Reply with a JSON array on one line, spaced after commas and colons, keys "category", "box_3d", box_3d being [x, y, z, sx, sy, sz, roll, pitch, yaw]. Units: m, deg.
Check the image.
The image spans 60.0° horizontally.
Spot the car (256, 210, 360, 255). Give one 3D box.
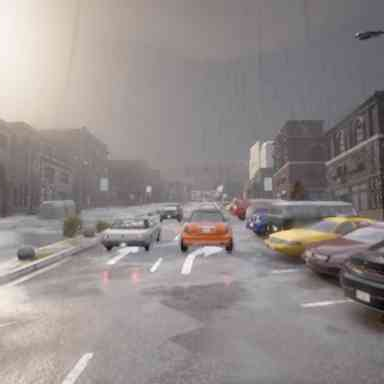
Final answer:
[{"category": "car", "box_3d": [5.379, 1.625, 12.455, 5.366, 1.575, 1.946, 1, 0, -17]}]

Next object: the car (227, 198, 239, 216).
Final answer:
[{"category": "car", "box_3d": [6.474, 1.620, 30.777, 5.566, 2.045, 2.435, 1, -1, -17]}]

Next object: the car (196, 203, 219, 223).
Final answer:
[{"category": "car", "box_3d": [1.425, 1.872, 30.434, 1.882, 1.535, 5.008, 0, 0, 3]}]

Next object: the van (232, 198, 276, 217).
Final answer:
[{"category": "van", "box_3d": [6.854, 1.726, 36.887, 4.442, 1.987, 1.878, 1, -1, -17]}]

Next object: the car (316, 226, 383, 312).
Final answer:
[{"category": "car", "box_3d": [5.251, 1.552, 6.431, 4.892, 1.521, 2.231, 1, -1, -17]}]

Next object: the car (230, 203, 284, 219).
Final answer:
[{"category": "car", "box_3d": [6.589, 1.911, 33.803, 4.892, 1.521, 2.231, 1, -1, -17]}]

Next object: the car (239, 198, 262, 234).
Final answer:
[{"category": "car", "box_3d": [5.830, 1.459, 18.584, 5.566, 2.045, 2.435, 1, 0, -17]}]

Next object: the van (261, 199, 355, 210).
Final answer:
[{"category": "van", "box_3d": [5.818, 1.447, 15.593, 4.442, 1.987, 1.878, 1, -1, -17]}]

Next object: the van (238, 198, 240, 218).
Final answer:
[{"category": "van", "box_3d": [6.041, 1.563, 24.642, 4.442, 1.987, 1.878, 1, 0, -17]}]

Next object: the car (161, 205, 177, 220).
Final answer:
[{"category": "car", "box_3d": [-1.826, 1.929, 30.505, 1.812, 1.442, 4.674, 0, -1, 3]}]

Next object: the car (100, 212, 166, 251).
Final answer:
[{"category": "car", "box_3d": [-2.575, 1.804, 15.218, 1.895, 1.301, 4.718, 0, -1, 3]}]

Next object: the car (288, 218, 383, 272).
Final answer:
[{"category": "car", "box_3d": [5.409, 1.631, 9.468, 4.674, 1.452, 2.002, 1, 0, -17]}]

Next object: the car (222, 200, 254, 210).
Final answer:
[{"category": "car", "box_3d": [7.605, 2.195, 55.112, 4.892, 1.521, 2.231, 1, -1, -17]}]

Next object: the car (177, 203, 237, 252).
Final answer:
[{"category": "car", "box_3d": [0.669, 1.542, 15.028, 2.097, 1.767, 4.553, 0, -1, 3]}]

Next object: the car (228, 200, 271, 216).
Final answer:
[{"category": "car", "box_3d": [6.861, 1.864, 39.884, 4.553, 1.767, 2.185, 1, -1, -17]}]

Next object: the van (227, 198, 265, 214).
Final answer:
[{"category": "van", "box_3d": [6.931, 1.803, 42.894, 4.442, 1.987, 1.878, 1, 0, -17]}]

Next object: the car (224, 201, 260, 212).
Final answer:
[{"category": "car", "box_3d": [7.363, 2.141, 49.030, 4.792, 1.488, 2.163, 1, -1, -17]}]

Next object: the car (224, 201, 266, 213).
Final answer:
[{"category": "car", "box_3d": [7.365, 2.070, 46.033, 5.366, 1.575, 1.946, 1, -1, -17]}]
